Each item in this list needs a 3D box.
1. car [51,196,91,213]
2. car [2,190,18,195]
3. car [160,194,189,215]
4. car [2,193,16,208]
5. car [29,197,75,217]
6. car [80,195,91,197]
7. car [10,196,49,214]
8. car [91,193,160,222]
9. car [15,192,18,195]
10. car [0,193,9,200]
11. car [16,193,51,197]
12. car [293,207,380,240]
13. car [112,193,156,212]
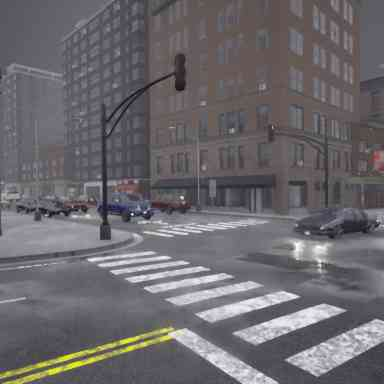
[{"bbox_3d":[-12.061,1.395,32.872,1.895,1.301,4.718,-1,1,-44],"label":"car"},{"bbox_3d":[-31.866,0.712,57.953,2.150,2.045,5.566,-1,1,-44],"label":"car"},{"bbox_3d":[-2.391,1.087,31.179,2.192,1.841,5.009,0,1,-44],"label":"car"},{"bbox_3d":[-23.709,1.248,40.964,1.752,1.417,4.829,0,1,-44],"label":"car"},{"bbox_3d":[-12.344,1.418,29.211,1.947,1.339,4.313,0,1,-44],"label":"car"},{"bbox_3d":[-13.877,1.084,43.059,1.967,1.590,4.097,0,1,-44],"label":"car"},{"bbox_3d":[-16.172,1.375,33.170,1.947,1.339,4.313,0,1,-44],"label":"car"},{"bbox_3d":[-5.297,1.090,25.873,2.150,2.045,5.566,-1,1,-44],"label":"car"},{"bbox_3d":[-29.191,1.045,58.898,1.802,1.307,4.206,0,1,-44],"label":"car"},{"bbox_3d":[-40.677,0.886,70.775,1.947,1.339,4.313,0,1,-44],"label":"car"},{"bbox_3d":[-19.330,1.216,40.410,1.837,1.490,4.892,-1,1,-44],"label":"car"},{"bbox_3d":[7.522,1.485,17.001,5.357,1.411,2.033,-1,1,-35],"label":"car"},{"bbox_3d":[-6.220,1.045,35.139,2.192,1.841,5.009,0,1,-44],"label":"car"}]
